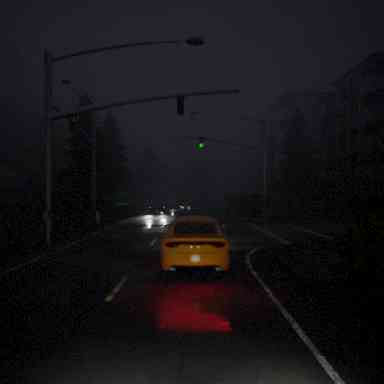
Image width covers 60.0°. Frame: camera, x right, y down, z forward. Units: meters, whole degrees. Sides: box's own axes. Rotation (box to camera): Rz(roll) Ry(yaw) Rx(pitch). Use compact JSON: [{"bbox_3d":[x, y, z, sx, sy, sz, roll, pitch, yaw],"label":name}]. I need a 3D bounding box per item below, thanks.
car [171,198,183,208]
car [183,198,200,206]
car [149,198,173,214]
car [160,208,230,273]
[{"bbox_3d":[-2.960,1.610,46.344,1.812,1.442,4.674,0,0,9],"label":"car"},{"bbox_3d":[-0.221,1.665,55.867,1.994,1.385,4.181,0,0,25],"label":"car"},{"bbox_3d":[-3.534,1.667,36.360,1.895,1.301,4.718,0,0,1],"label":"car"},{"bbox_3d":[0.089,1.497,10.736,1.882,1.535,5.008,0,0,0],"label":"car"}]
